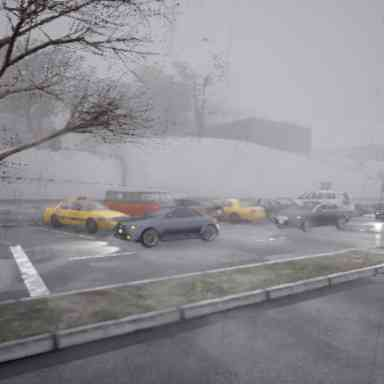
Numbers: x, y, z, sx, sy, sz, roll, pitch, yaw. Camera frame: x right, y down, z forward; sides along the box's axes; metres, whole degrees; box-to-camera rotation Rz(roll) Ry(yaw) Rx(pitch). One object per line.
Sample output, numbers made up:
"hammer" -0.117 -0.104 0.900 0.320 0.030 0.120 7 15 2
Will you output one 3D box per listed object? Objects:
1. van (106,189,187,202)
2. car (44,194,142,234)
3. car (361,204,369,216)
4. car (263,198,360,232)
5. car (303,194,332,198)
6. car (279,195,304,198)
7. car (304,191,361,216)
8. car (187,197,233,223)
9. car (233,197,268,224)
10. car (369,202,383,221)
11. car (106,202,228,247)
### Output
"van" -2.731 0.832 17.942 4.442 1.987 1.878 1 0 37
"car" -5.189 1.035 16.292 5.366 1.575 1.946 1 0 37
"car" 12.223 1.200 27.697 4.892 1.521 2.231 1 0 37
"car" 6.568 1.257 18.125 4.902 1.511 2.128 1 1 -33
"car" 7.206 1.144 24.468 5.008 1.535 2.097 1 0 37
"car" 4.701 1.121 22.844 4.892 1.521 2.231 1 1 37
"car" 9.693 0.917 26.086 5.566 2.045 2.435 1 1 37
"car" -0.345 1.106 19.641 4.792 1.488 2.163 1 1 37
"car" 2.040 1.091 21.348 5.366 1.575 1.946 1 1 37
"car" 15.283 1.404 23.678 5.357 1.411 2.033 1 1 -32
"car" -0.942 1.266 13.313 4.181 1.385 1.994 0 1 -33
